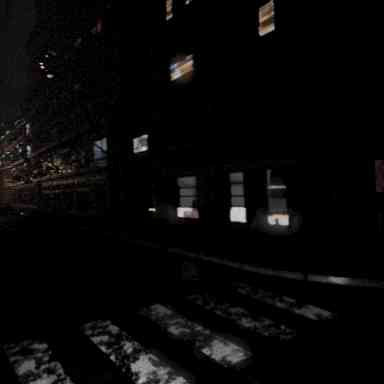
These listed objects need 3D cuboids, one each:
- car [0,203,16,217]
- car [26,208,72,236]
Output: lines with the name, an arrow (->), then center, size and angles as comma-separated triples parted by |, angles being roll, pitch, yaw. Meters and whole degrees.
car -> -18.491, 1.750, 32.701 | 1.752, 1.417, 4.829 | -2, 1, -36
car -> -8.192, 1.575, 18.909 | 1.887, 1.381, 4.507 | -2, 1, -36
